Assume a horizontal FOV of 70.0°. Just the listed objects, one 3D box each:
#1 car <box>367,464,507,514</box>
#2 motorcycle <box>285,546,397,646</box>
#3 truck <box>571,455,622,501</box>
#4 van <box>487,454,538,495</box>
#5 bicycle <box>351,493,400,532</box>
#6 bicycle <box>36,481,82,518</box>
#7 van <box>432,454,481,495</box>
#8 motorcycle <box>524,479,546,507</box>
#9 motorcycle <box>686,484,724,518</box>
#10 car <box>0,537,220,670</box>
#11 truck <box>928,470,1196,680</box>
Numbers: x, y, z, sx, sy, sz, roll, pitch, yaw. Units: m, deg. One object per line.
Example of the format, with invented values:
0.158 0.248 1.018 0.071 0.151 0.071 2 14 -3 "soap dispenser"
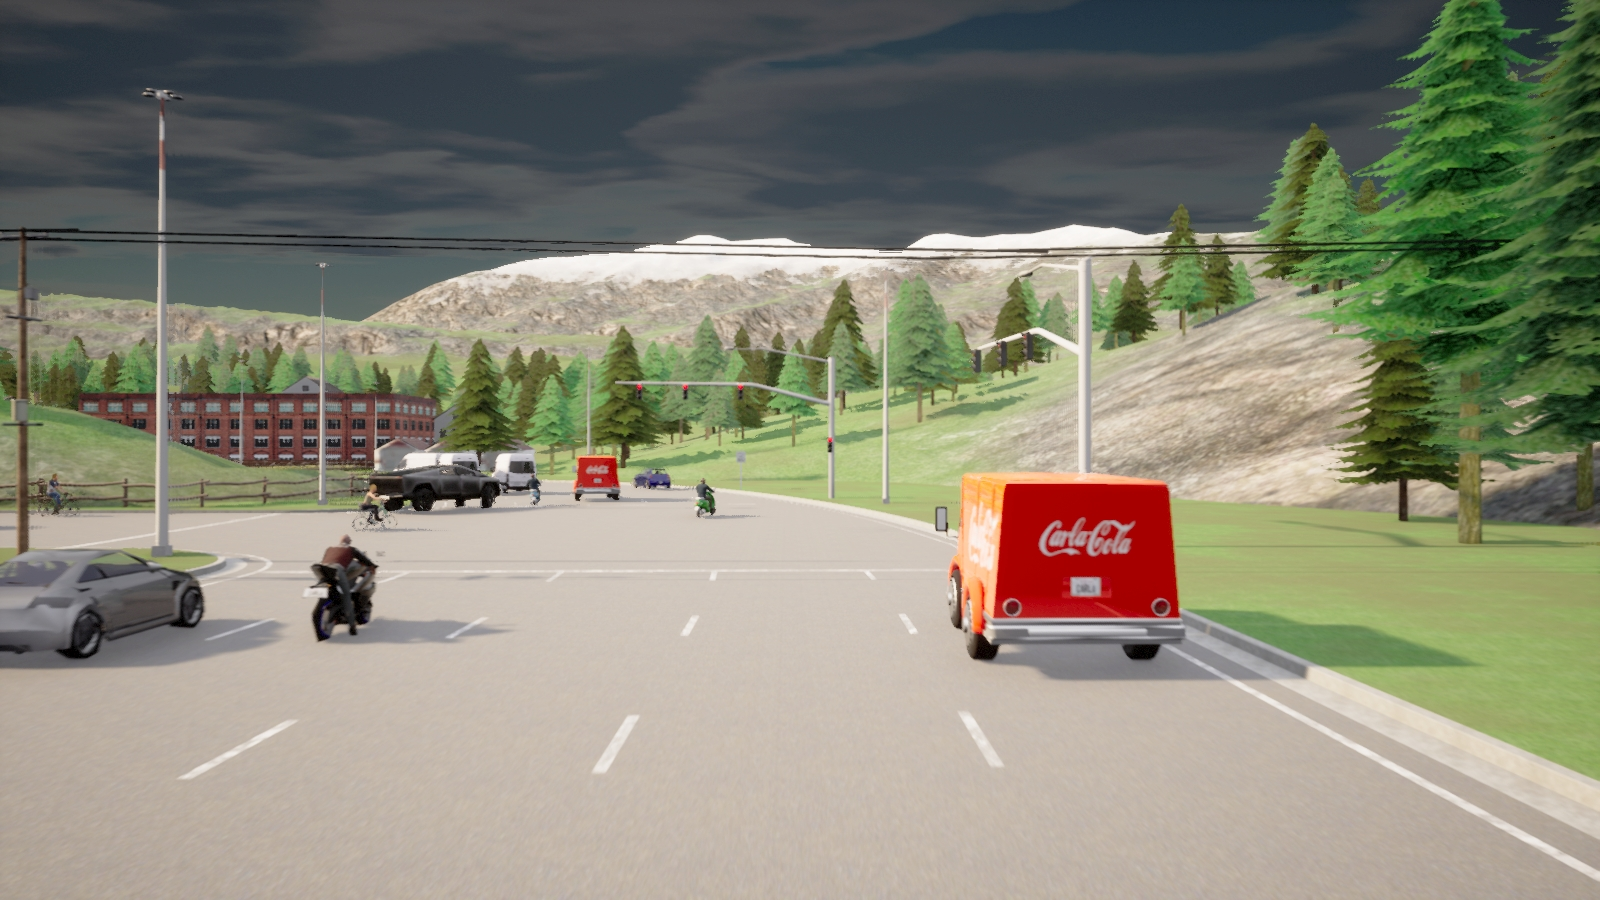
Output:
-16.762 1.754 53.133 2.390 2.098 6.274 0 0 29 "car"
-7.041 2.205 17.647 0.867 1.251 2.209 0 0 -1 "motorcycle"
-11.692 1.571 65.319 2.627 2.467 5.204 0 0 -13 "truck"
-18.943 1.535 75.080 1.988 2.561 5.915 1 0 -26 "van"
-14.735 2.158 39.628 1.487 1.276 0.859 0 -2 -29 "bicycle"
-31.028 2.055 47.853 1.643 1.496 0.373 -1 0 -1 "bicycle"
-22.347 1.535 74.144 1.988 2.561 5.915 1 0 -27 "van"
-13.285 2.142 57.322 0.856 1.316 1.805 -4 1 -9 "motorcycle"
-3.952 2.142 47.901 0.856 1.316 1.805 -3 -1 20 "motorcycle"
-10.519 2.119 16.718 1.994 1.385 4.181 0 0 -1 "car"
3.483 1.568 16.523 2.627 2.467 5.204 0 0 -1 "truck"
